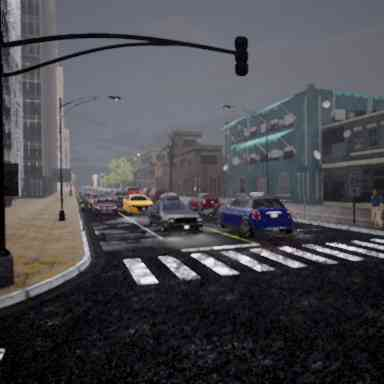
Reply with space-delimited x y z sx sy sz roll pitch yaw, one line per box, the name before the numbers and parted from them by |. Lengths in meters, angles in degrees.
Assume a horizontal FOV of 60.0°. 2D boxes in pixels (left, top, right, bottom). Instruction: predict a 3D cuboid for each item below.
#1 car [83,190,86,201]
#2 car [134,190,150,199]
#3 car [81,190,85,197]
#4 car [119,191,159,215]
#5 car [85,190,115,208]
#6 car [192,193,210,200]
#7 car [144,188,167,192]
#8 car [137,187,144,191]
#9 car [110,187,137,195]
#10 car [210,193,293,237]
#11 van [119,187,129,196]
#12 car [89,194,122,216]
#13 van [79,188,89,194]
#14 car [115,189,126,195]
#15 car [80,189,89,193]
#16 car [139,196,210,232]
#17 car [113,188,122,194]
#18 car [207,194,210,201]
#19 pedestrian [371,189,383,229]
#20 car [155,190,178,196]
car | -12.438 0.806 41.840 1.802 1.307 4.206 0 1 -20
car | -8.308 0.431 55.256 1.752 1.417 4.829 0 1 -20
car | -14.293 0.712 47.069 1.802 1.307 4.206 0 1 -20
car | -4.394 0.941 26.915 1.882 1.535 5.008 -1 1 -20
car | -8.727 0.849 31.387 1.967 1.590 4.097 0 1 -20
car | 1.024 0.815 28.962 1.967 1.590 4.097 0 1 -20
car | -4.539 0.414 44.637 2.192 1.841 5.009 0 1 -20
car | -6.395 0.319 49.866 2.192 1.841 5.009 0 1 -20
car | -7.687 0.653 36.197 2.097 1.767 4.553 -1 1 -19
car | 2.779 0.975 15.894 2.097 1.767 4.553 -1 1 -18
van | -15.671 -0.143 75.997 1.690 1.788 3.998 0 1 -20
car | -6.873 1.082 26.163 1.802 1.307 4.206 0 1 -20
van | -21.713 0.082 67.969 1.690 1.788 3.998 0 1 -20
car | -17.528 -0.019 81.227 1.947 1.339 4.313 0 1 -20
car | -16.148 0.579 52.294 1.887 1.381 4.507 0 1 -20
car | -1.127 1.170 17.689 2.033 1.411 5.357 -1 1 -20
car | -19.382 -0.245 86.450 1.967 1.590 4.097 0 1 -20
car | 2.880 1.047 23.736 1.802 1.307 4.206 0 1 -20
pedestrian | 8.283 0.738 14.928 0.375 1.860 0.375 0 0 -20
car | -2.685 0.742 39.416 2.008 1.369 4.403 0 1 -20
